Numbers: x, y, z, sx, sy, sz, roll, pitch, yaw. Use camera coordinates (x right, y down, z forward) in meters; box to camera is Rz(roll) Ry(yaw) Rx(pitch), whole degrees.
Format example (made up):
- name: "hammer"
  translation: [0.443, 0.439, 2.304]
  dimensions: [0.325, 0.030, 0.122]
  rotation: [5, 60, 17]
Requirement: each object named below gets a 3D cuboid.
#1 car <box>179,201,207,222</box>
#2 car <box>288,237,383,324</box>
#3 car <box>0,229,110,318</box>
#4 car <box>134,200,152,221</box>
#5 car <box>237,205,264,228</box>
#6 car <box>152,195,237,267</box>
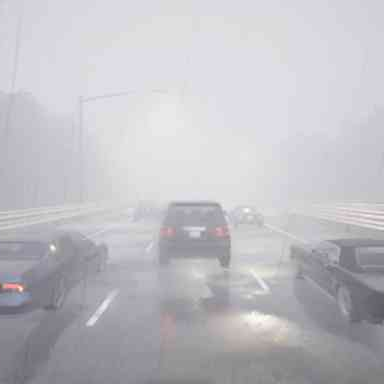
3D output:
- name: "car"
  translation: [0.089, 1.542, 27.673]
  dimensions: [2.128, 1.511, 4.902]
  rotation: [0, 0, 0]
- name: "car"
  translation: [3.564, 1.626, 7.132]
  dimensions: [1.895, 1.301, 4.718]
  rotation: [0, 0, 1]
- name: "car"
  translation: [-3.435, 1.575, 7.768]
  dimensions: [2.033, 1.411, 5.357]
  rotation: [0, 0, 0]
- name: "car"
  translation: [-3.413, 1.403, 27.435]
  dimensions: [2.097, 1.767, 4.553]
  rotation: [0, 0, 0]
- name: "car"
  translation: [3.564, 1.603, 22.706]
  dimensions: [2.033, 1.411, 5.357]
  rotation: [0, 0, 0]
- name: "car"
  translation: [0.086, 1.259, 11.705]
  dimensions: [2.150, 2.045, 5.566]
  rotation: [0, 0, 0]
